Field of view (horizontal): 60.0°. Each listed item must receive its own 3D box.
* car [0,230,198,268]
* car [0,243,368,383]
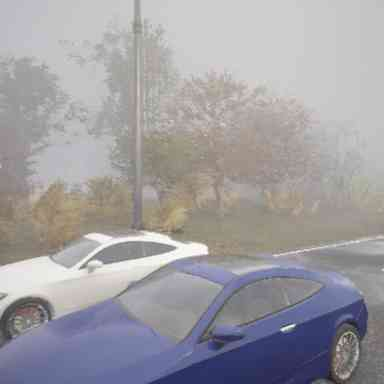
[{"bbox_3d":[-1.654,1.520,6.498,4.674,1.442,1.812,0,0,-35],"label":"car"},{"bbox_3d":[0.233,1.520,3.850,4.674,1.442,1.812,0,0,-36],"label":"car"}]
